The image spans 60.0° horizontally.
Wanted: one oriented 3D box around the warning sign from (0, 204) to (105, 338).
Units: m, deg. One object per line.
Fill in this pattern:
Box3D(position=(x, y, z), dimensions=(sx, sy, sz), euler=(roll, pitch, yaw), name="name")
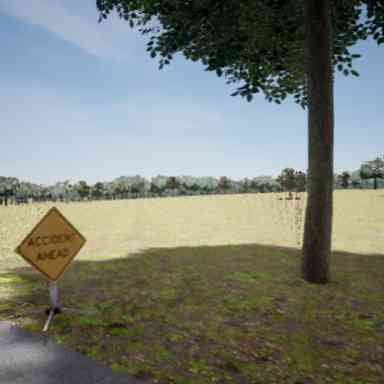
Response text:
Box3D(position=(-2.342, 1.167, 5.602), dimensions=(1.060, 1.860, 1.300), euler=(-1, 0, 36), name="warning sign")
